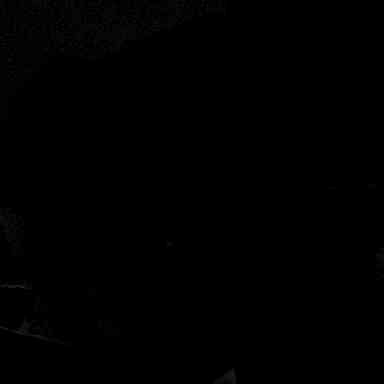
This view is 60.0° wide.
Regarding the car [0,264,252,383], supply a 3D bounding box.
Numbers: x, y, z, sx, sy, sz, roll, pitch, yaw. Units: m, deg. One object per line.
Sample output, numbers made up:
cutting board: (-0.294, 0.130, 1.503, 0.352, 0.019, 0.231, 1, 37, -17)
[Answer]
car: (-1.431, 1.538, 3.836, 4.313, 1.339, 1.947, 1, 0, 35)
